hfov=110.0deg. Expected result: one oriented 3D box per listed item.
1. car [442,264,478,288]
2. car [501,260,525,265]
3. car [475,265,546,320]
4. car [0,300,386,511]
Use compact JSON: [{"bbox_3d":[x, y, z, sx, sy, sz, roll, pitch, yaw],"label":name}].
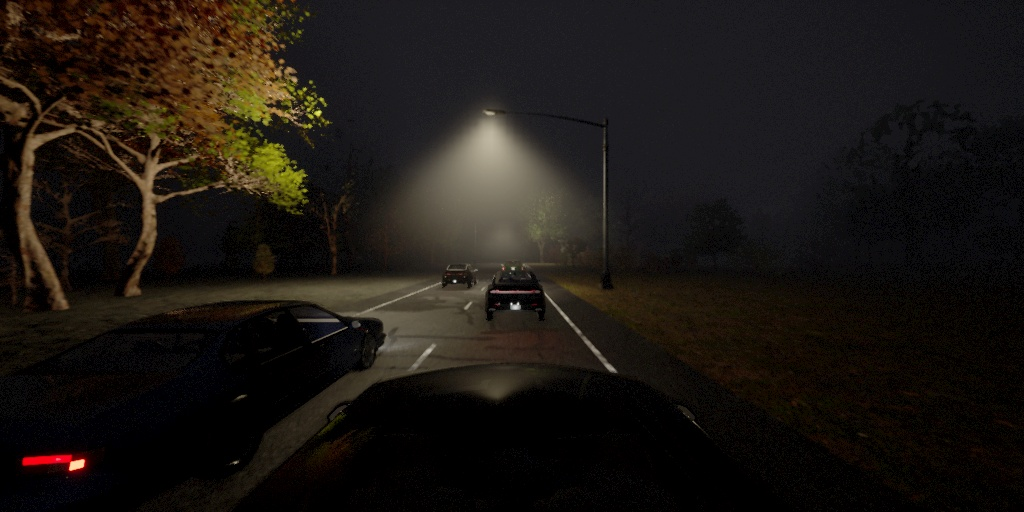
[{"bbox_3d":[-3.405,1.252,23.779,1.837,1.490,4.892,0,0,0],"label":"car"},{"bbox_3d":[0.091,1.099,31.634,2.097,1.767,4.553,0,0,0],"label":"car"},{"bbox_3d":[0.098,1.240,12.580,2.128,1.511,4.902,0,0,0],"label":"car"},{"bbox_3d":[-3.400,1.297,4.640,2.033,1.411,5.357,0,0,0],"label":"car"}]
